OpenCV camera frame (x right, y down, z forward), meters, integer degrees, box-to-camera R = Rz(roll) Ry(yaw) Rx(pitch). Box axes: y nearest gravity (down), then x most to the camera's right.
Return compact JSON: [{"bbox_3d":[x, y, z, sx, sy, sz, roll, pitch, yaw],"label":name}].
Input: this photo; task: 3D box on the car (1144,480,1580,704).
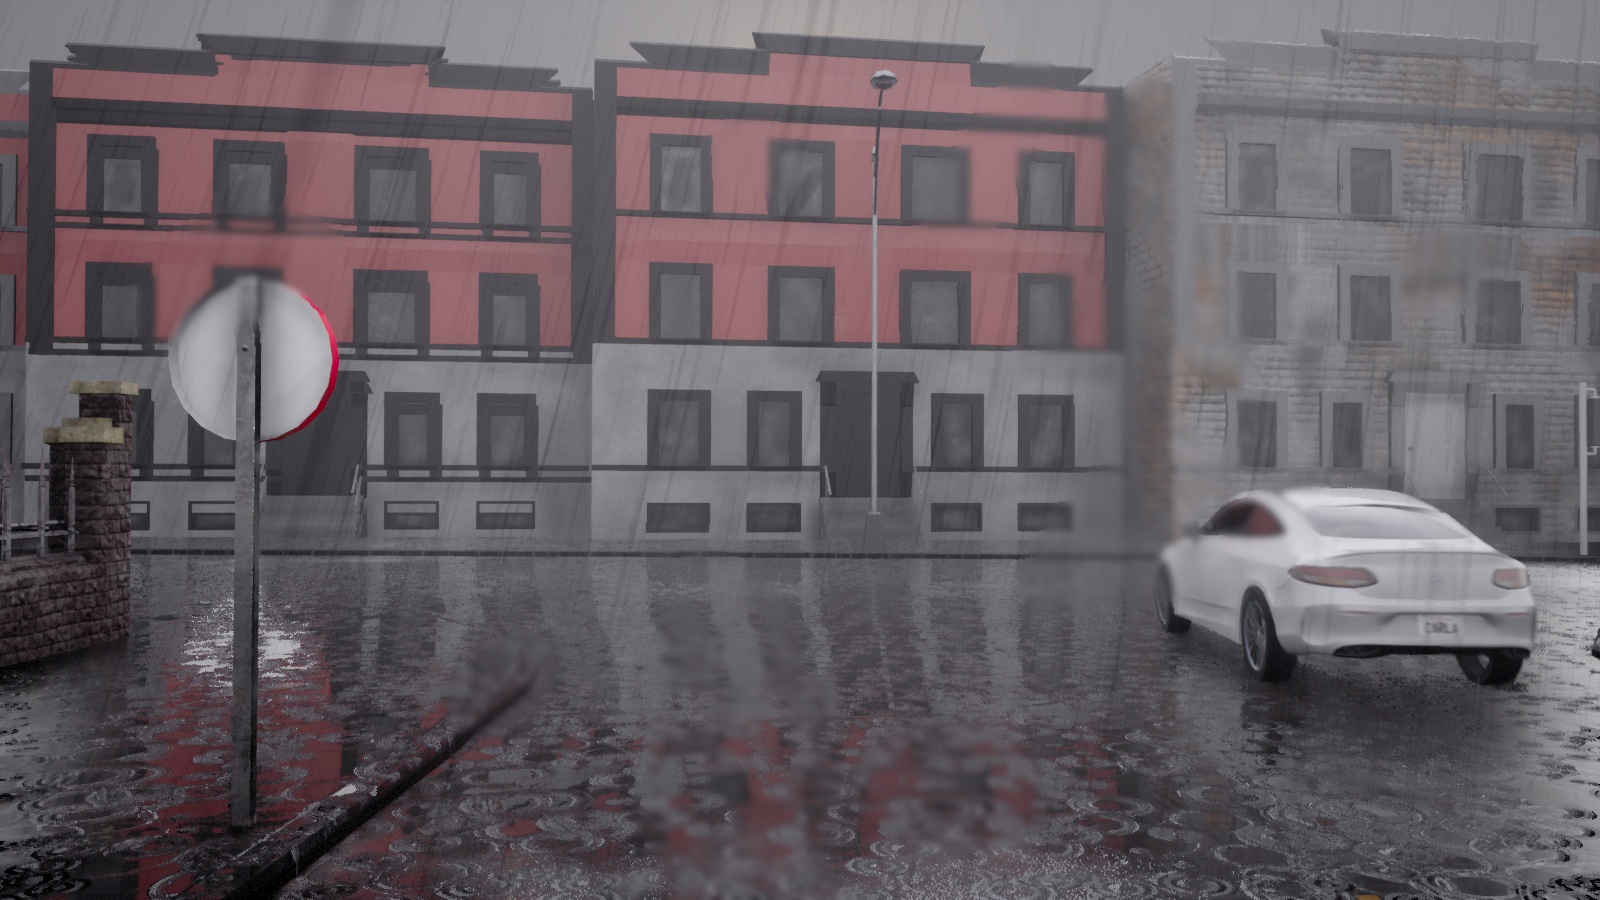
[{"bbox_3d":[4.372,1.002,10.700,1.812,1.442,4.674,0,-1,3],"label":"car"}]
